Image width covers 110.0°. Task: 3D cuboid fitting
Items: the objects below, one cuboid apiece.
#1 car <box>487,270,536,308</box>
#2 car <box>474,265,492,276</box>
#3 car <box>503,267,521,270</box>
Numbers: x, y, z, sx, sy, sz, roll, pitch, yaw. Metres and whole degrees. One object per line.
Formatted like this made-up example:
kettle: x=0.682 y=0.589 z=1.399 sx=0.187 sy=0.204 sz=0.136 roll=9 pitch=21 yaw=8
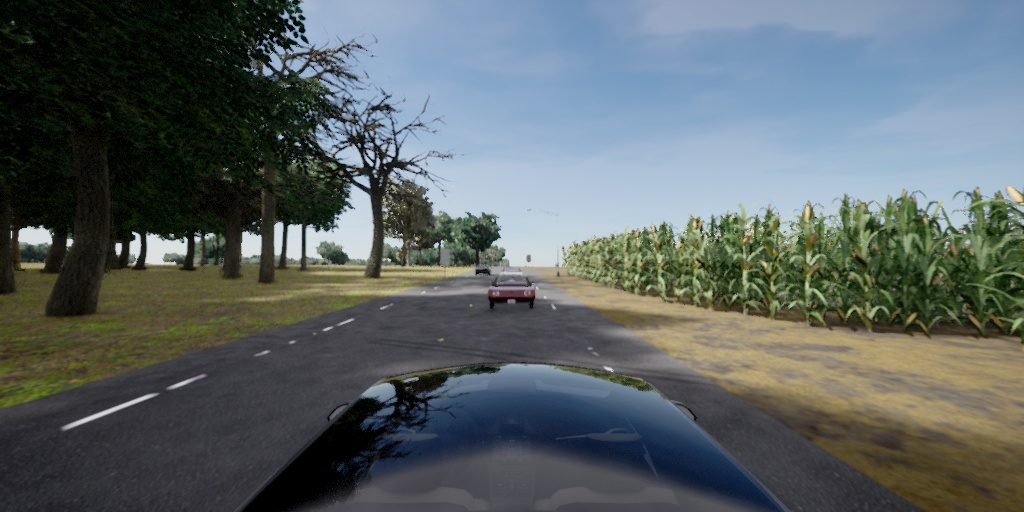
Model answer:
car: x=-0.014 y=1.485 z=15.999 sx=1.895 sy=1.301 sz=4.718 roll=0 pitch=0 yaw=0
car: x=-3.548 y=1.730 z=44.468 sx=1.895 sy=1.301 sz=4.718 roll=0 pitch=-1 yaw=0
car: x=-0.030 y=1.618 z=31.016 sx=1.895 sy=1.301 sz=4.718 roll=0 pitch=0 yaw=0
